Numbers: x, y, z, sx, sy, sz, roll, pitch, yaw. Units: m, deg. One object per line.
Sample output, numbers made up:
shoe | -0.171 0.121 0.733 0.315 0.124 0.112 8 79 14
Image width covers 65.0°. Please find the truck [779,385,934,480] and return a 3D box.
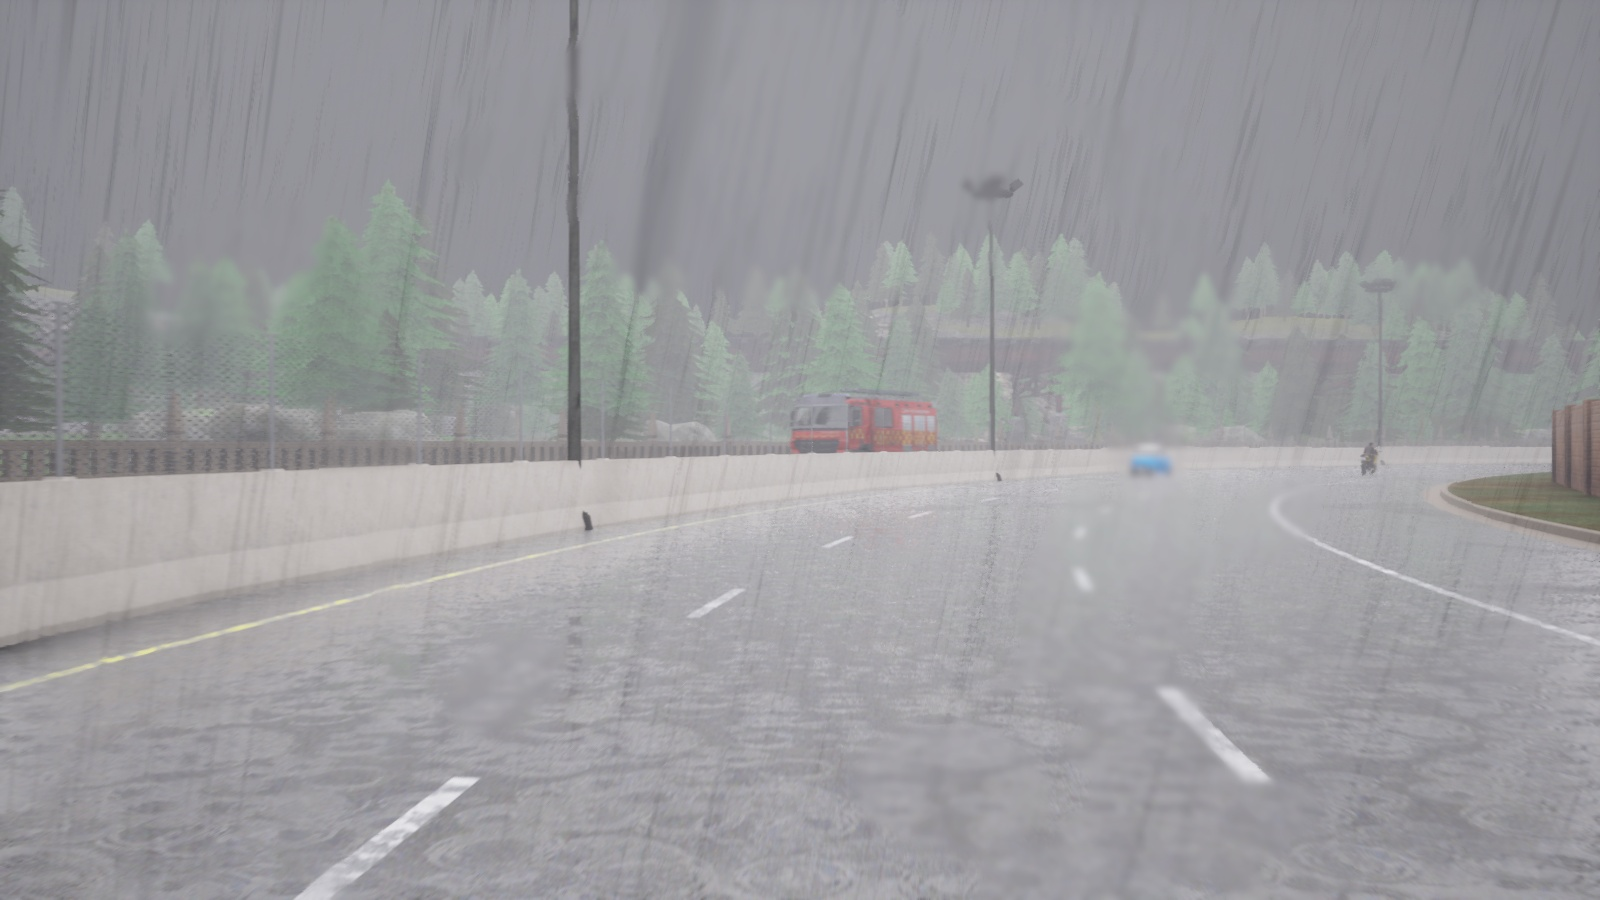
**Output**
truck | 2.650 -0.726 55.193 2.891 3.827 8.468 0 0 33

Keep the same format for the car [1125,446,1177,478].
car | 15.432 0.510 55.153 1.481 1.376 2.207 0 0 37

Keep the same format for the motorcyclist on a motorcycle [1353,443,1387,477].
motorcyclist on a motorcycle | 25.960 0.440 57.144 0.797 1.523 2.044 2 2 42
